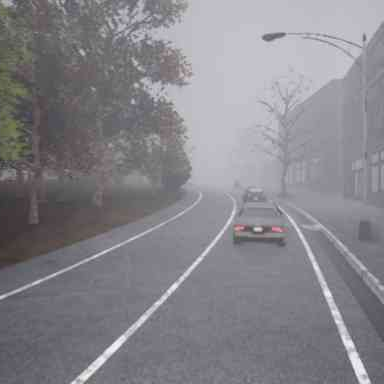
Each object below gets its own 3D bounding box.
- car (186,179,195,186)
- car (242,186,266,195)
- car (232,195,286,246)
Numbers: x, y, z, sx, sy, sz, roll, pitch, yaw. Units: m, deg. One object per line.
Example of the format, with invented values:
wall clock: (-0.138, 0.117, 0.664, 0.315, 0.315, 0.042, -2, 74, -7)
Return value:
car: (-0.666, -2.071, 69.367, 1.812, 1.442, 4.674, 1, 3, -12)
car: (5.296, 0.231, 28.462, 1.812, 1.442, 4.674, 1, 3, 6)
car: (2.679, 1.103, 13.104, 2.033, 1.411, 5.357, 0, 3, 13)
